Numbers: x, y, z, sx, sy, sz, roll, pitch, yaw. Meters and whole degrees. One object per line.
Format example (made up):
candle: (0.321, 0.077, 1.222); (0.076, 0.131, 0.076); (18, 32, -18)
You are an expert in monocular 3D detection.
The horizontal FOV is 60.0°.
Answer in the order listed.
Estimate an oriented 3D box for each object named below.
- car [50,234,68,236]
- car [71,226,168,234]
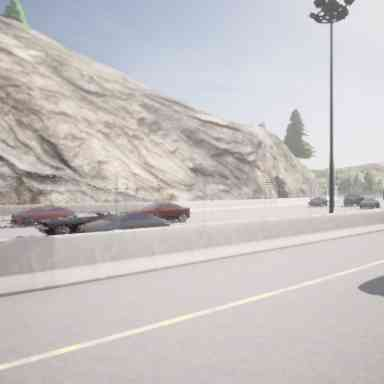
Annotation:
car: (-5.491, 1.611, 17.438); (4.718, 1.301, 1.895); (0, 0, -37)
car: (-3.008, 1.572, 14.964); (4.181, 1.385, 1.994); (0, 0, -37)
